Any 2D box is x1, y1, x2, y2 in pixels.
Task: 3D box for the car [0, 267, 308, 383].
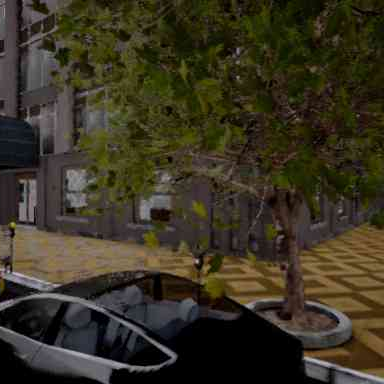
[{"bbox_3d":[-0.989,1.549,3.572,4.313,1.339,1.947,0,1,35],"label":"car"}]
